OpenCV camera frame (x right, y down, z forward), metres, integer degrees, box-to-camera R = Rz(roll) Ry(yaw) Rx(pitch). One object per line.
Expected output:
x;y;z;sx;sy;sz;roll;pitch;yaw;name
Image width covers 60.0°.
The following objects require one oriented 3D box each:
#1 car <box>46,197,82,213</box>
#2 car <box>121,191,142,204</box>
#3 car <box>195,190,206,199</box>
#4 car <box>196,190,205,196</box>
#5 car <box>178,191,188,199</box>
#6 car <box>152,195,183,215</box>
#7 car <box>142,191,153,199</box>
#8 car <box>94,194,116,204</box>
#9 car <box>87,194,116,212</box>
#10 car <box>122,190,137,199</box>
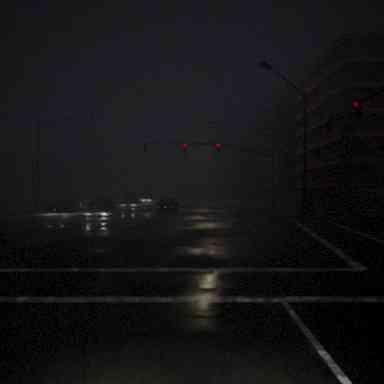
-12.886;1.264;33.946;2.033;1.411;5.357;0;1;1;car
-9.120;0.939;49.020;1.812;1.442;4.674;0;2;1;car
1.761;0.358;66.548;2.097;1.767;4.553;0;1;1;car
1.930;0.203;76.592;1.837;1.490;4.892;0;1;1;car
-1.744;0.562;66.230;2.033;1.411;5.357;0;1;1;car
-2.237;1.307;31.092;2.033;1.411;5.357;0;1;1;car
-8.784;0.528;65.425;2.128;1.511;4.902;0;1;1;car
-12.629;1.023;48.671;1.895;1.301;4.718;0;1;1;car
-9.375;1.209;34.452;1.837;1.490;4.892;0;1;1;car
-12.282;0.521;65.227;1.882;1.535;5.008;0;1;1;car
